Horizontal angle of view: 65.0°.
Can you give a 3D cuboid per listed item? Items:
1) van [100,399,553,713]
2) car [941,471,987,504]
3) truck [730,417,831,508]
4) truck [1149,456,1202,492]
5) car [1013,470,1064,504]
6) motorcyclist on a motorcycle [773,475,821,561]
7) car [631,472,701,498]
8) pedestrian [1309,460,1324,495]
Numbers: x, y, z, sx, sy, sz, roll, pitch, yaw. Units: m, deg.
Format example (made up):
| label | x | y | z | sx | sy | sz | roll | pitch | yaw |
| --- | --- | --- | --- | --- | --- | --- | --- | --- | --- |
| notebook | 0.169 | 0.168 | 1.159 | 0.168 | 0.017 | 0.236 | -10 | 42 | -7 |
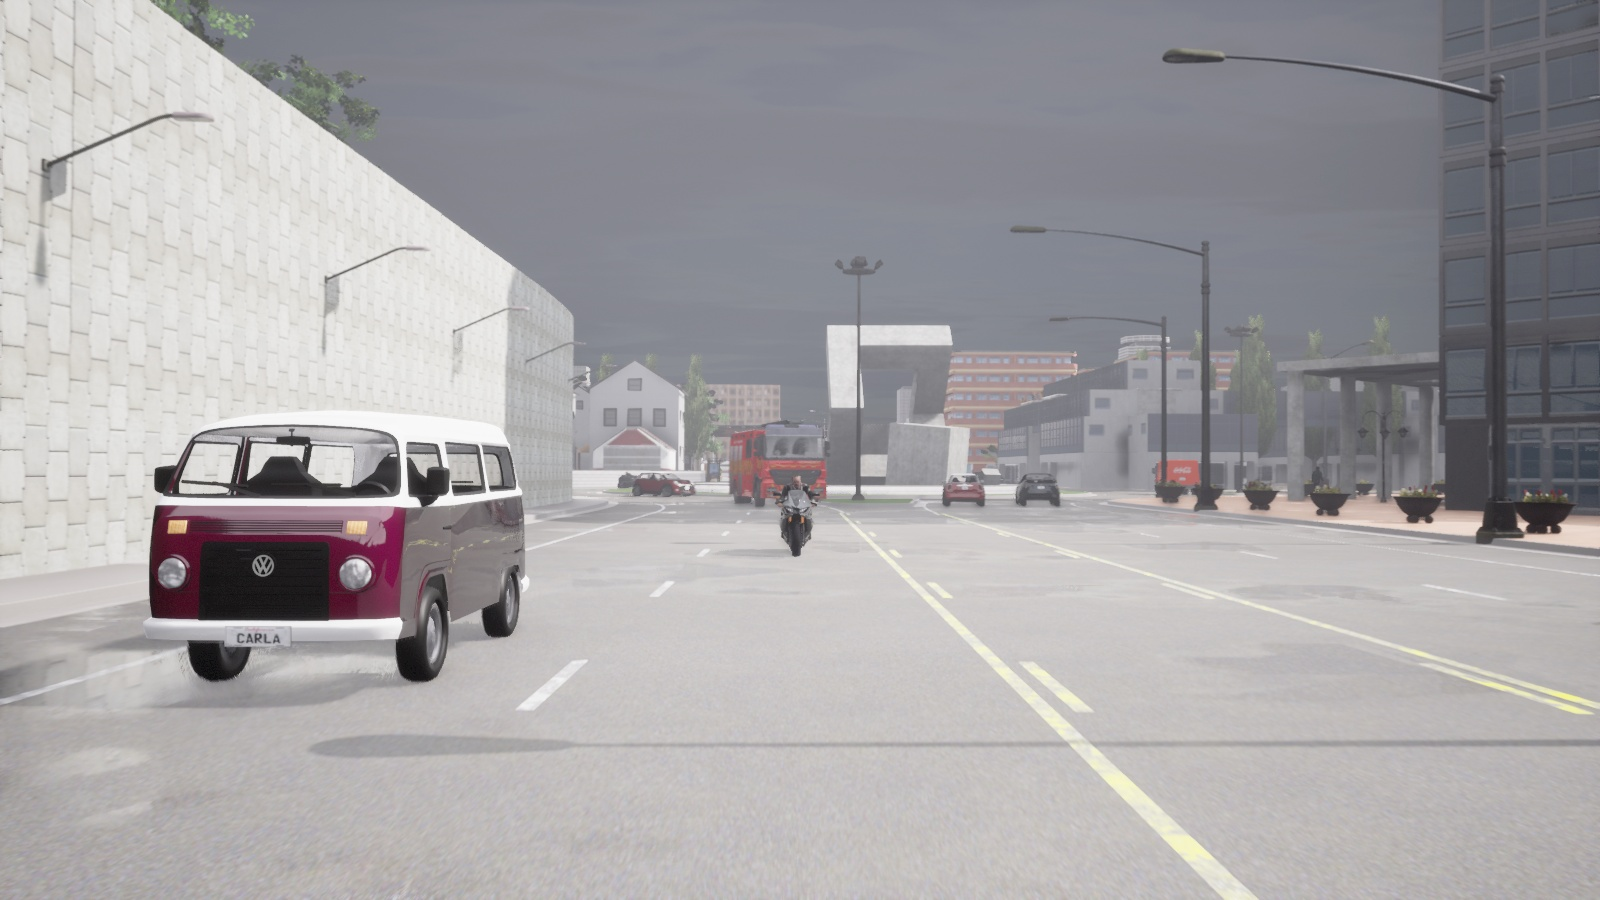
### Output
| label | x | y | z | sx | sy | sz | roll | pitch | yaw |
| --- | --- | --- | --- | --- | --- | --- | --- | --- | --- |
| van | -3.527 | 0.727 | 10.426 | 2.069 | 2.038 | 4.480 | 0 | -1 | 0 |
| car | 7.537 | 1.721 | 57.990 | 1.970 | 1.475 | 3.806 | 0 | -1 | 5 |
| truck | -1.055 | 0.611 | 57.159 | 2.891 | 3.827 | 8.468 | 0 | -1 | -13 |
| truck | 26.605 | 1.714 | 89.162 | 2.627 | 2.467 | 5.204 | 0 | -1 | 6 |
| car | 11.219 | 1.710 | 59.324 | 2.007 | 1.525 | 4.514 | 0 | -1 | 7 |
| motorcyclist on a motorcycle | -0.057 | 1.246 | 23.643 | 0.866 | 1.530 | 2.191 | 0 | -1 | 0 |
| car | -7.925 | 2.052 | 74.089 | 3.806 | 1.475 | 1.970 | -1 | -1 | 39 |
| pedestrian | 29.153 | 1.556 | 70.909 | 0.788 | 1.949 | 0.423 | 1 | -1 | -39 |
